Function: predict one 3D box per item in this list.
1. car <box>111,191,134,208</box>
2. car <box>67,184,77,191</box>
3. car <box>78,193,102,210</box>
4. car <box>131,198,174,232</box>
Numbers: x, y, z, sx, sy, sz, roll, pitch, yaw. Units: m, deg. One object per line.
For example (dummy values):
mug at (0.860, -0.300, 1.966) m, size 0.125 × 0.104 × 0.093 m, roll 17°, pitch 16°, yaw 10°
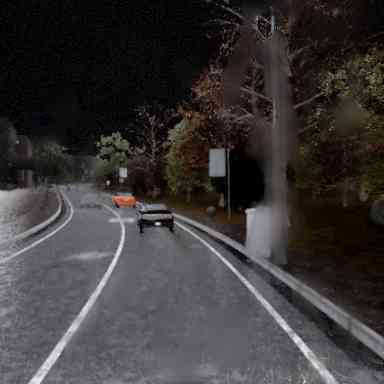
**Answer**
car at (-7.551, 0.714, 36.406) m, size 2.097 × 1.767 × 4.553 m, roll 1°, pitch 2°, yaw -21°
car at (-25.878, -0.961, 71.460) m, size 2.128 × 1.511 × 4.902 m, roll 1°, pitch 2°, yaw -23°
car at (-10.065, 0.889, 32.756) m, size 1.837 × 1.490 × 4.892 m, roll 1°, pitch 2°, yaw -20°
car at (-2.214, 1.339, 19.121) m, size 2.128 × 1.511 × 4.902 m, roll 1°, pitch 1°, yaw -12°
